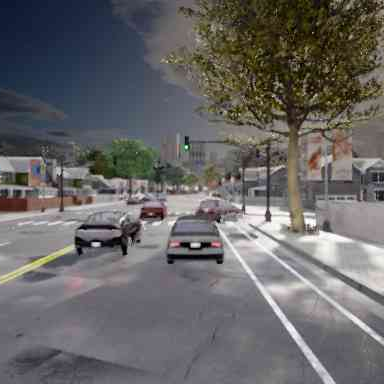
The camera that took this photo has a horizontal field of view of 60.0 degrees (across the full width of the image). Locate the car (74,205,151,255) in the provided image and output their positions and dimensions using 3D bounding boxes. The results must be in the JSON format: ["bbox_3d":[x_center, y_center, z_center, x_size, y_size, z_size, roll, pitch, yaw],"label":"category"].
[{"bbox_3d":[-3.149,1.505,13.336,2.128,1.511,4.902,0,0,0],"label":"car"}]

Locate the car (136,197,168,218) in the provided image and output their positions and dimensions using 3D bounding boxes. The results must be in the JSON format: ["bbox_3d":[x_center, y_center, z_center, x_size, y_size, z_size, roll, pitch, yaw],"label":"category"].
[{"bbox_3d":[-3.144,1.499,28.007,1.882,1.535,5.008,0,0,0],"label":"car"}]

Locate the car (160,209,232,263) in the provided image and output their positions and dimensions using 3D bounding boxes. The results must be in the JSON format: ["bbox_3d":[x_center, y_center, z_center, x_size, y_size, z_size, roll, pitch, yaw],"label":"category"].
[{"bbox_3d":[0.100,1.559,11.977,2.033,1.411,5.357,0,0,0],"label":"car"}]

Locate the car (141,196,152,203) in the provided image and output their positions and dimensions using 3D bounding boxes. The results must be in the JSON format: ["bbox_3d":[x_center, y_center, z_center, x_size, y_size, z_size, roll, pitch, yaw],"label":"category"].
[{"bbox_3d":[-9.719,1.607,71.262,1.895,1.301,4.718,0,0,0],"label":"car"}]

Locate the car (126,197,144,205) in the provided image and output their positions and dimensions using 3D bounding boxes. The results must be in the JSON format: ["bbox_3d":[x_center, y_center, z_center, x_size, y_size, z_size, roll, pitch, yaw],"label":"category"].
[{"bbox_3d":[-9.780,1.620,55.923,1.895,1.301,4.718,0,0,1],"label":"car"}]

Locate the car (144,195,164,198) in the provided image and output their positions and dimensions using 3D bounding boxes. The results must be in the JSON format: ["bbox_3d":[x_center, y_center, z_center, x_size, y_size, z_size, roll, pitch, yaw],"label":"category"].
[{"bbox_3d":[-6.532,1.511,56.625,2.128,1.511,4.902,0,0,1],"label":"car"}]

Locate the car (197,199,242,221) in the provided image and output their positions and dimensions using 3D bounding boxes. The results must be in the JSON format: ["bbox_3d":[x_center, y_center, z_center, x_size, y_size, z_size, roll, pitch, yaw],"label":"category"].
[{"bbox_3d":[2.194,1.377,25.947,2.097,1.767,4.553,1,0,32],"label":"car"}]
